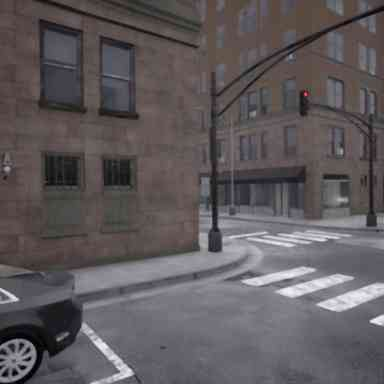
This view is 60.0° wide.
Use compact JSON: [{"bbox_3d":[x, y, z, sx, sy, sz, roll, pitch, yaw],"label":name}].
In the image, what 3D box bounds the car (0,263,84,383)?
[{"bbox_3d":[-3.505,1.561,3.687,4.403,1.369,2.008,-1,0,-36],"label":"car"}]
